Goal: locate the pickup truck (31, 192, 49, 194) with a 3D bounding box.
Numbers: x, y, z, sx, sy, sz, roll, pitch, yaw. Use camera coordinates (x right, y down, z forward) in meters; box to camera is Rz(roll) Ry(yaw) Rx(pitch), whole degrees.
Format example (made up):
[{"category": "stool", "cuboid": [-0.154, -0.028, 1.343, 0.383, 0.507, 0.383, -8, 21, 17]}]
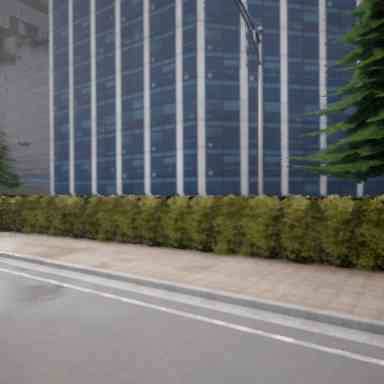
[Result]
[{"category": "pickup truck", "cuboid": [-32.480, 1.060, 71.729, 6.274, 2.098, 2.390, 0, 0, -26]}]
